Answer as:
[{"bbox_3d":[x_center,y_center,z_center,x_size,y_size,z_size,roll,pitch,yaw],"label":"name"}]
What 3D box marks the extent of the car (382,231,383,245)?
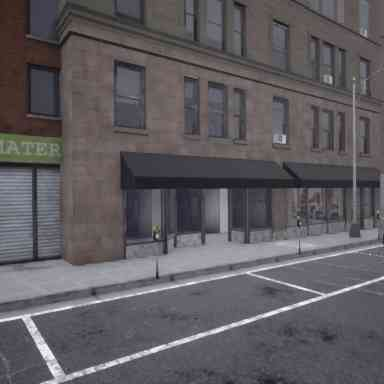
[{"bbox_3d":[9.281,1.540,13.197,4.507,1.381,1.887,0,-1,-36],"label":"car"}]
